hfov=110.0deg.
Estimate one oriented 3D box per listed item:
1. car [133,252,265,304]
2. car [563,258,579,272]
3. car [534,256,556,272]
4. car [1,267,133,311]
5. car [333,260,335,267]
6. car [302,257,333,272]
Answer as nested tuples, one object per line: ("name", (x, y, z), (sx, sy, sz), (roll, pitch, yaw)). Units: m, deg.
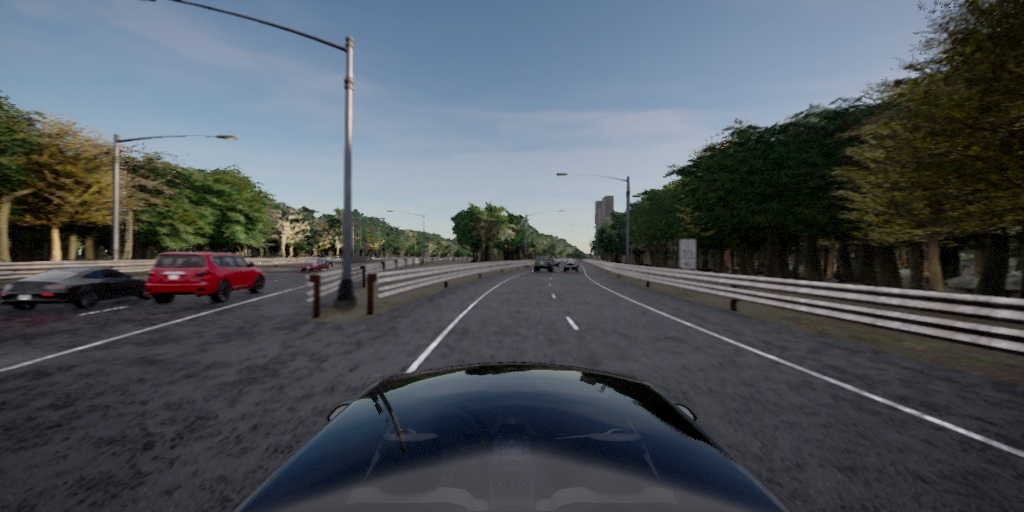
("car", (-12.994, 0.855, 15.657), (2.150, 2.045, 5.566), (1, 0, -15))
("car", (7.808, 1.338, 47.443), (1.837, 1.490, 4.892), (0, 0, 11))
("car", (4.171, 1.022, 47.032), (2.150, 2.045, 5.566), (0, 0, 11))
("car", (-15.936, 1.126, 13.523), (1.812, 1.442, 4.674), (1, 0, -15))
("car", (-28.336, 0.953, 54.196), (2.128, 1.511, 4.902), (1, 0, -9))
("car", (-22.155, 1.051, 40.515), (1.812, 1.442, 4.674), (1, 0, -11))
